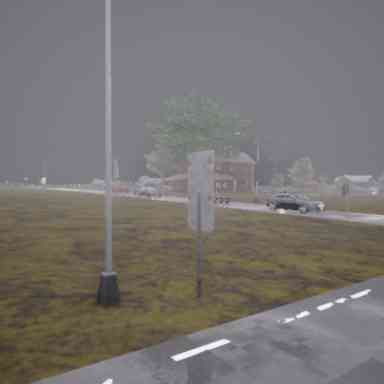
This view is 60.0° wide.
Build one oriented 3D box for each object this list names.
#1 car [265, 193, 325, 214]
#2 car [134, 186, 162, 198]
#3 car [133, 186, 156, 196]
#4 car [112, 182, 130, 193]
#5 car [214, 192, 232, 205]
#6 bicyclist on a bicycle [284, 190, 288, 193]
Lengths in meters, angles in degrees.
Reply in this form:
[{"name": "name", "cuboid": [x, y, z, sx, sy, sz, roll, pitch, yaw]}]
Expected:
[{"name": "car", "cuboid": [8.022, 0.850, 26.185, 2.128, 1.511, 4.902, 0, 2, -36]}, {"name": "car", "cuboid": [-5.876, 0.013, 45.657, 1.812, 1.442, 4.674, 0, 2, -36]}, {"name": "car", "cuboid": [-7.626, -0.238, 53.064, 1.812, 1.442, 4.674, 0, 2, -35]}, {"name": "car", "cuboid": [-13.309, -0.869, 60.915, 2.150, 2.045, 5.566, 0, 2, -36]}, {"name": "car", "cuboid": [1.983, 0.575, 34.630, 1.895, 1.301, 4.718, 0, 2, -36]}, {"name": "bicyclist on a bicycle", "cuboid": [9.635, 0.606, 34.220, 1.656, 1.620, 0.582, 0, 2, -36]}]
